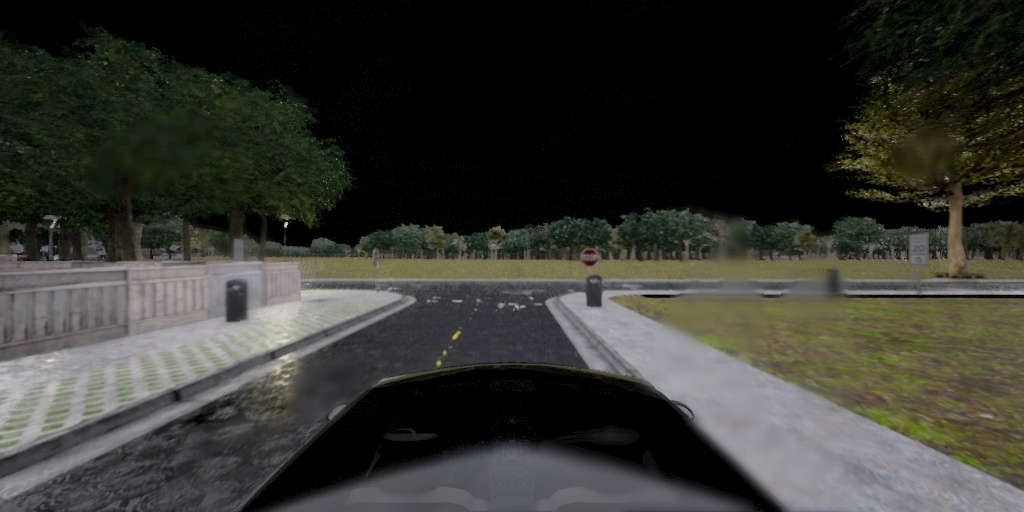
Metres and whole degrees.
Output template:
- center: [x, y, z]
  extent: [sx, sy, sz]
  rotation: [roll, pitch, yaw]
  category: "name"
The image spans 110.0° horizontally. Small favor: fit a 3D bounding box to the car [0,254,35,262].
- center: [-30.347, 0.913, 21.306]
  extent: [5.566, 2.045, 2.150]
  rotation: [1, 0, 0]
  category: "car"
